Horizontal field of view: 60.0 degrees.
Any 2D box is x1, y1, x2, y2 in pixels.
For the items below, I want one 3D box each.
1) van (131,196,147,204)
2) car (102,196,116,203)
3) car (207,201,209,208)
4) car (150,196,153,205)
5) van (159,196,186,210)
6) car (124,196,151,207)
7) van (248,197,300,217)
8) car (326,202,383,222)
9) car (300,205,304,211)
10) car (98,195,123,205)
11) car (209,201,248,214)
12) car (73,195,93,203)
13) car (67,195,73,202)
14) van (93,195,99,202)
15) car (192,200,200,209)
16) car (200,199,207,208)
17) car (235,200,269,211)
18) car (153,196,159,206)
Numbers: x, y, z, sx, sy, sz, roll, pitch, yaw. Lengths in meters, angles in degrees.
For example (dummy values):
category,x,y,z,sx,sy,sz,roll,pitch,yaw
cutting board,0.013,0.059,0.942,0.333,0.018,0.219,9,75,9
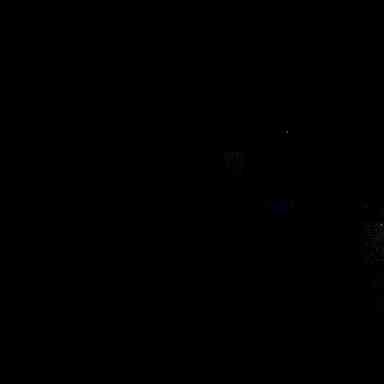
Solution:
category,x,y,z,sx,sy,sz,roll,pitch,yaw
van,-11.419,1.704,71.228,1.690,1.788,3.998,1,-1,-36
car,-21.098,1.867,84.685,1.967,1.590,4.097,1,-1,-36
car,4.708,1.801,48.795,1.887,1.381,4.507,1,-1,-36
car,-8.193,1.657,66.742,2.192,1.841,5.009,1,-1,-36
van,-2.242,1.435,43.823,1.690,1.788,3.998,1,-1,-36
car,-8.693,1.718,52.794,1.802,1.307,4.206,1,-1,-36
van,7.429,1.373,30.362,1.690,1.788,3.998,1,-1,-36
car,13.377,1.579,26.847,1.882,1.535,5.008,1,0,-36
car,11.159,1.760,39.824,1.887,1.381,4.507,1,-1,-36
car,-15.140,1.729,61.768,2.008,1.369,4.403,1,-1,-36
car,4.203,1.597,34.847,1.887,1.381,4.507,1,-1,-36
car,-24.712,1.768,75.090,1.752,1.417,4.829,1,-1,-36
car,-31.257,1.601,84.204,2.192,1.841,5.009,1,-1,-36
van,-24.322,1.790,89.171,1.690,1.788,3.998,1,-1,-36
car,-1.447,1.502,47.474,2.097,1.767,4.553,1,-1,-36
car,1.383,1.804,53.420,1.752,1.417,4.829,1,-1,-36
car,7.934,1.780,44.310,1.887,1.381,4.507,1,-1,-36
car,-4.970,1.865,62.253,1.887,1.381,4.507,1,-1,-36
